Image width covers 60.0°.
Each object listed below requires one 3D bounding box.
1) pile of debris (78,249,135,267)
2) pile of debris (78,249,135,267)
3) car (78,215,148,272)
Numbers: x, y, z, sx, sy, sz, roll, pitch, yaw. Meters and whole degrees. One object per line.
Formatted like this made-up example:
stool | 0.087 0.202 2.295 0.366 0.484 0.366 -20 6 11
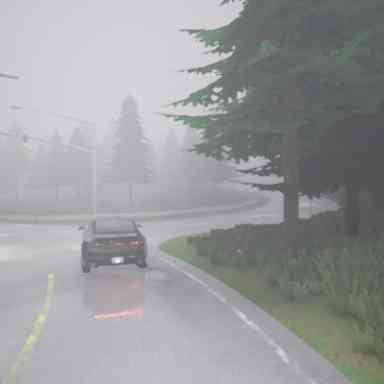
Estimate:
pile of debris | -2.952 2.216 11.289 1.500 0.140 1.860 0 0 -27
pile of debris | -2.952 2.216 11.289 1.500 0.140 1.860 0 0 -27
car | -2.673 1.546 11.123 1.837 1.490 4.892 0 0 -17
